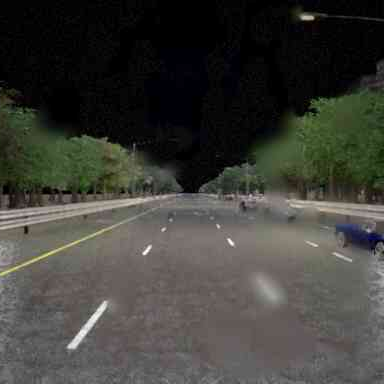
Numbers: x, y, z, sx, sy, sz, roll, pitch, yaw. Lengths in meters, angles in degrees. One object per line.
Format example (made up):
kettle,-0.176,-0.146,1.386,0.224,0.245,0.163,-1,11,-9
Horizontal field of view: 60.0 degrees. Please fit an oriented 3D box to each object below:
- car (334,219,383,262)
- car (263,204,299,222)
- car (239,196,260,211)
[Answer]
car,7.006,1.629,12.139,1.895,1.301,4.718,0,0,0
car,7.019,1.626,26.597,1.994,1.385,4.181,0,0,0
car,7.033,1.591,41.670,2.128,1.511,4.902,0,0,0
